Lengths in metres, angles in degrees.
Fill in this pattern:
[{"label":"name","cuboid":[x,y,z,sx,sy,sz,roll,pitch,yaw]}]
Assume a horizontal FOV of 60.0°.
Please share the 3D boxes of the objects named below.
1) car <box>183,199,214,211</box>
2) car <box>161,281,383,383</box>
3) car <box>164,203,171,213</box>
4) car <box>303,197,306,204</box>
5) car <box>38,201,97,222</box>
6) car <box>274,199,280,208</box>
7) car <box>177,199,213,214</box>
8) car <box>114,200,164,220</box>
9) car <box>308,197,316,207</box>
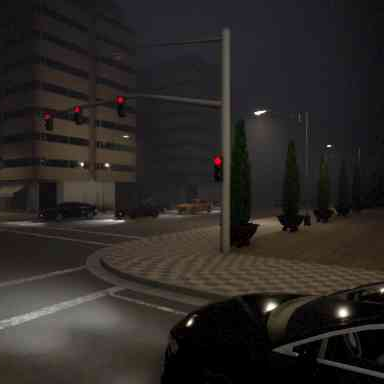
[{"label":"car","cuboid":[0.940,1.619,43.107,1.994,1.385,4.181,0,0,36]},{"label":"car","cuboid":[1.928,1.492,2.598,4.902,1.511,2.128,0,0,36]},{"label":"car","cuboid":[-4.511,1.603,35.418,2.033,1.411,5.357,0,0,35]},{"label":"car","cuboid":[20.633,1.547,58.529,2.128,1.511,4.902,0,0,35]},{"label":"car","cuboid":[-10.132,1.560,27.461,1.837,1.490,4.892,0,0,35]},{"label":"car","cuboid":[13.630,1.602,48.606,2.033,1.411,5.357,0,0,34]},{"label":"car","cuboid":[0.394,1.533,36.293,1.882,1.535,5.008,0,0,35]},{"label":"car","cuboid":[-4.757,1.619,29.005,1.994,1.385,4.181,0,0,35]},{"label":"car","cuboid":[19.791,1.619,51.265,1.994,1.385,4.181,0,0,35]}]
